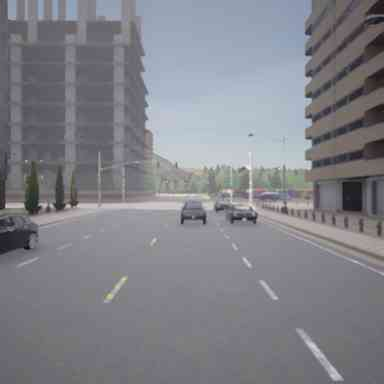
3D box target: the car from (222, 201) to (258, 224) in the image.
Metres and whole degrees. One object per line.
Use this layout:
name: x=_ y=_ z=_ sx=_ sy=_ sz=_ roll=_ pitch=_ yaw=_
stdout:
car: x=3.579 y=1.596 z=24.935 sx=1.895 sy=1.301 sz=4.718 roll=0 pitch=0 yaw=0

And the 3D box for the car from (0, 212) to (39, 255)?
car: x=-7.012 y=1.505 z=11.384 sx=1.837 sy=1.490 sz=4.892 roll=0 pitch=-1 yaw=0

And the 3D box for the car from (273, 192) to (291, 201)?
car: x=24.286 y=1.434 z=88.498 sx=3.806 sy=1.475 sz=1.970 roll=0 pitch=0 yaw=0

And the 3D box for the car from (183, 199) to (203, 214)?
car: x=0.045 y=1.540 z=36.820 sx=2.033 sy=1.411 sz=5.357 roll=0 pitch=0 yaw=-1

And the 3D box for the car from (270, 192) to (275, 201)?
car: x=24.271 y=1.401 z=91.393 sx=3.905 sy=1.438 sz=1.784 roll=0 pitch=0 yaw=0

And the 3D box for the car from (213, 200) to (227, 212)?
car: x=3.492 y=1.593 z=38.242 sx=1.895 sy=1.301 sz=4.718 roll=0 pitch=0 yaw=0

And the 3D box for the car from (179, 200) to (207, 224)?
car: x=0.101 y=1.487 z=24.703 sx=2.128 sy=1.511 sz=4.902 roll=0 pitch=0 yaw=0
